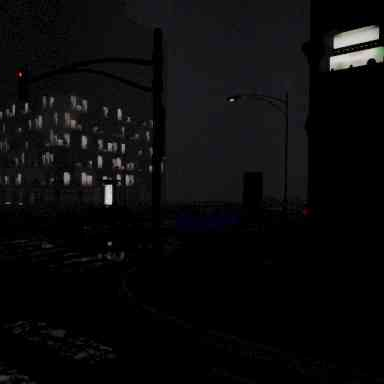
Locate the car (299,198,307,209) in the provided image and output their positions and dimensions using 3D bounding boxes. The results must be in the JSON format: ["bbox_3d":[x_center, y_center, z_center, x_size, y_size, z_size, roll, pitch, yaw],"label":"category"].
[{"bbox_3d":[15.651,1.442,42.301,1.837,1.490,4.892,1,1,36],"label":"car"}]

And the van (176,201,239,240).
[{"bbox_3d":[0.893,1.368,16.976,1.690,1.788,3.998,1,1,35],"label":"van"}]

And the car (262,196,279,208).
[{"bbox_3d":[10.094,1.293,44.377,1.967,1.590,4.097,1,1,35],"label":"car"}]

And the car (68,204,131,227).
[{"bbox_3d":[-5.939,1.467,21.836,1.947,1.339,4.313,1,1,35],"label":"car"}]

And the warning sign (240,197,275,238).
[{"bbox_3d":[3.174,1.177,16.082,1.300,1.860,1.060,1,1,35],"label":"warning sign"}]

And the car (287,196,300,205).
[{"bbox_3d":[16.408,1.363,53.257,1.752,1.417,4.829,1,1,35],"label":"car"}]
